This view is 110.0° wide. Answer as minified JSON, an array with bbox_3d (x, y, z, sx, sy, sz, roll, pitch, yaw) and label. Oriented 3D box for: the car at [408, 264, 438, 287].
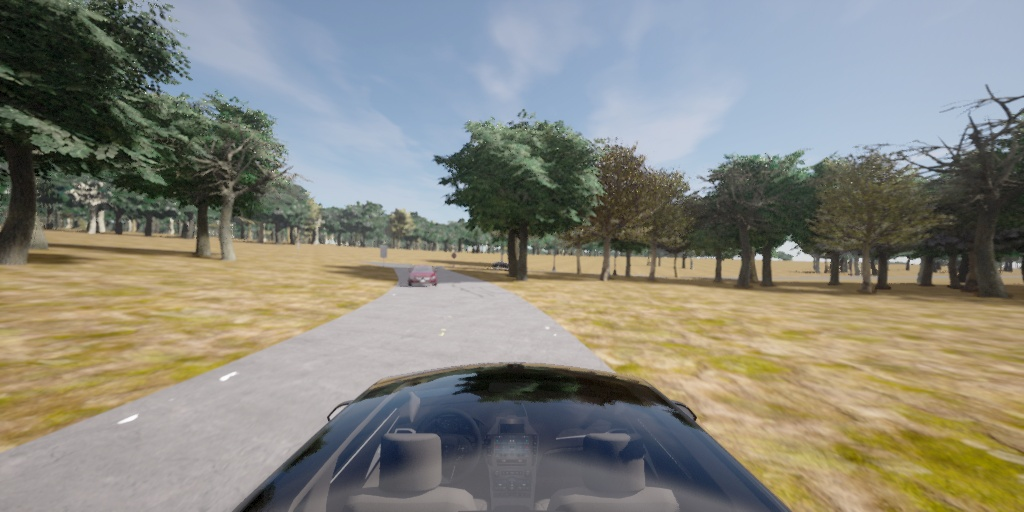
[{"bbox_3d":[-6.179,1.324,24.916,1.812,1.442,4.674,2,0,-14],"label":"car"}]
